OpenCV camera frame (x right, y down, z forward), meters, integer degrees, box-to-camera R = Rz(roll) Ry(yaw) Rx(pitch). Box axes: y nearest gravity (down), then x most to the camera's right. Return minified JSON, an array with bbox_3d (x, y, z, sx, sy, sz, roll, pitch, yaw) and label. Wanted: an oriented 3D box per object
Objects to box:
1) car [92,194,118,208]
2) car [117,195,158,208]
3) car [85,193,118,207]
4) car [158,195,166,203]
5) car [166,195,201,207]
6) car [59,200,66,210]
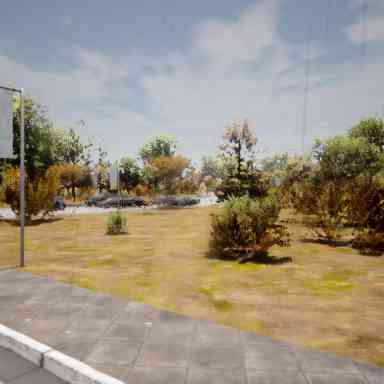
[{"bbox_3d":[-11.403,1.465,47.698,1.812,1.442,4.674,0,0,38],"label":"car"},{"bbox_3d":[-7.597,1.403,46.543,1.882,1.535,5.008,0,1,39],"label":"car"},{"bbox_3d":[-13.530,1.151,50.649,2.150,2.045,5.566,0,1,39],"label":"car"},{"bbox_3d":[-4.881,1.301,55.804,2.128,1.511,4.902,0,1,39],"label":"car"},{"bbox_3d":[-0.934,1.397,49.263,2.033,1.411,5.357,0,1,39],"label":"car"},{"bbox_3d":[-17.652,1.346,39.935,2.097,1.767,4.553,0,0,39],"label":"car"}]
